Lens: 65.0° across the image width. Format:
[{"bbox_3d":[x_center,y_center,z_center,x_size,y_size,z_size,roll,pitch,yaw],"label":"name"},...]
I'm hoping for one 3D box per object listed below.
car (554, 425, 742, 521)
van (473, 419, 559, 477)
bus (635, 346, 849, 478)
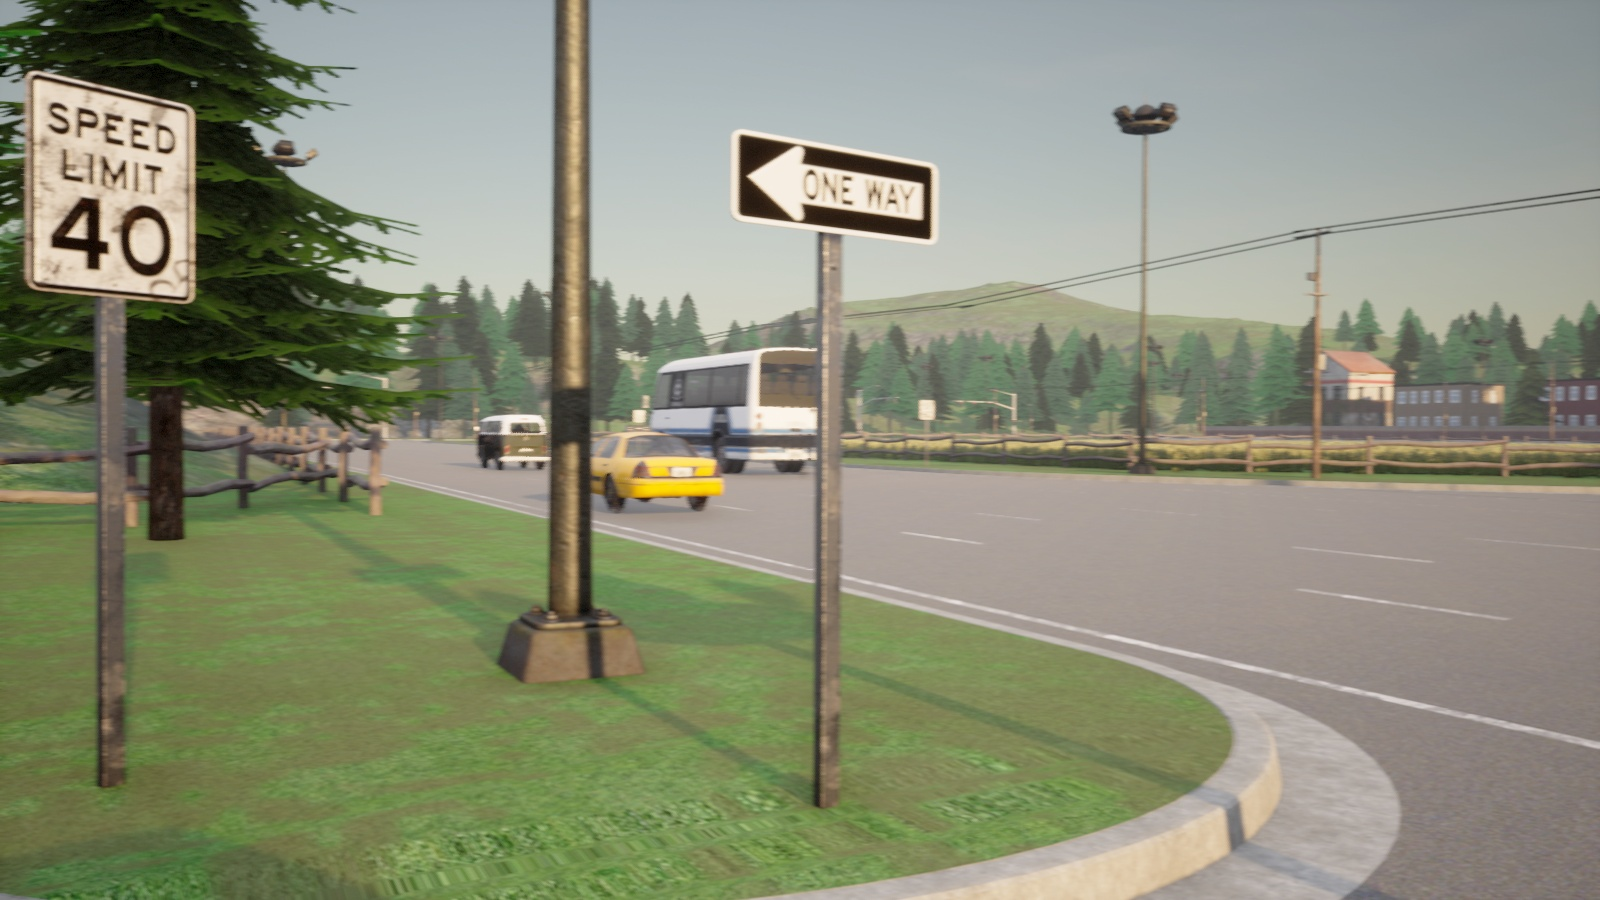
[{"bbox_3d":[-3.014,0.352,23.683,1.801,1.575,5.366,-1,1,-26],"label":"car"},{"bbox_3d":[-10.639,-0.113,46.821,2.069,2.038,4.480,-1,1,-26],"label":"van"},{"bbox_3d":[-2.444,-1.304,46.026,3.944,4.253,10.273,-1,1,-26],"label":"bus"}]
